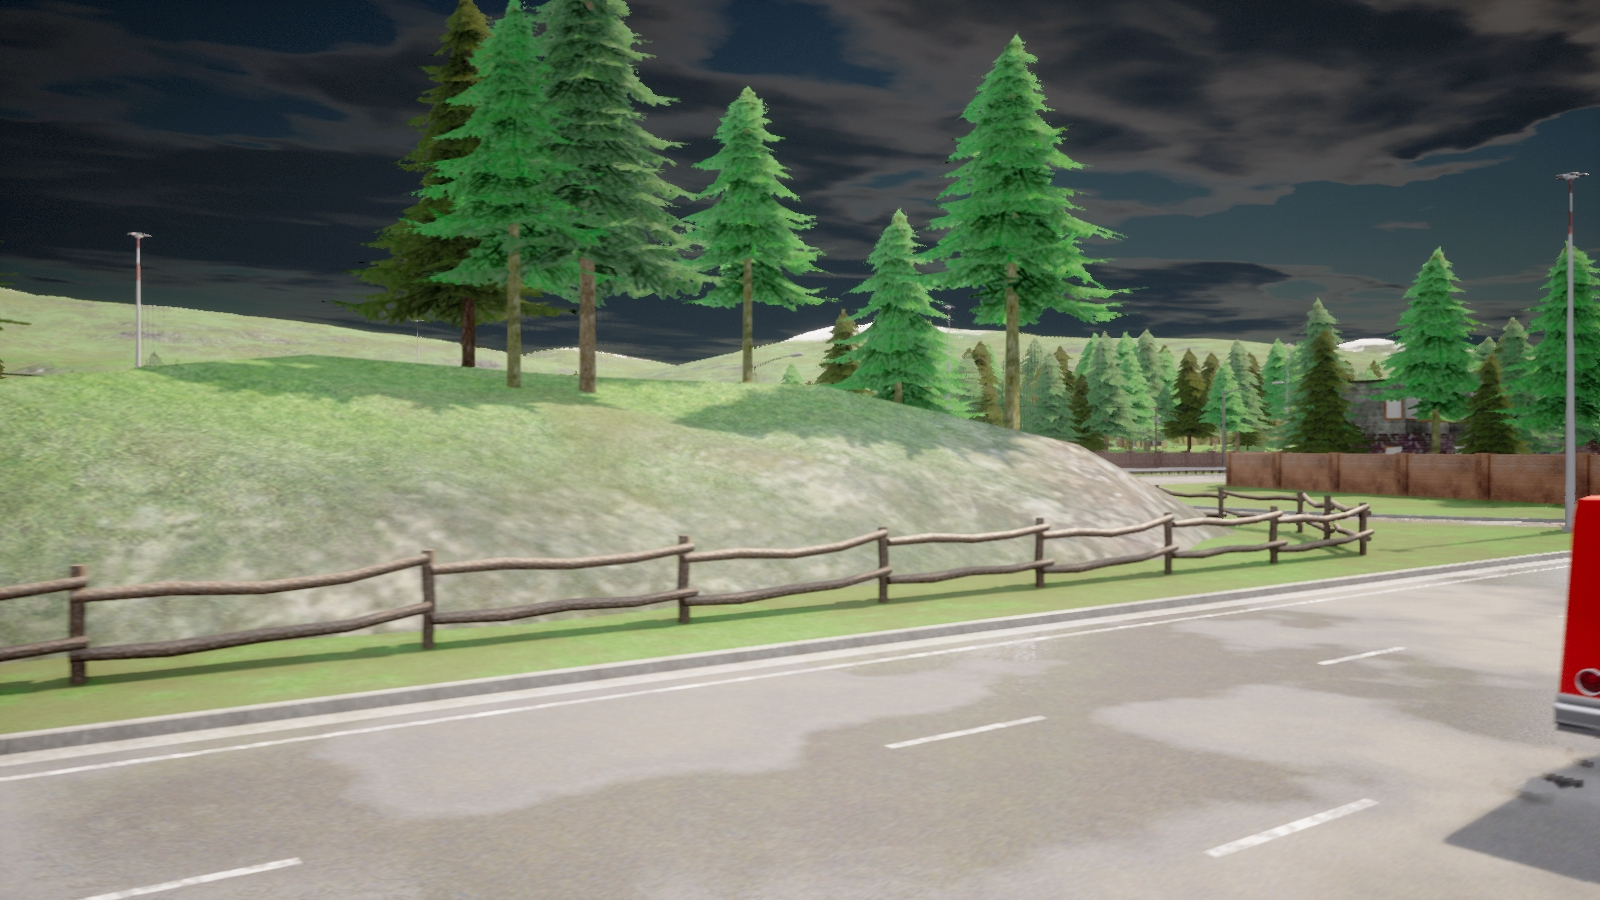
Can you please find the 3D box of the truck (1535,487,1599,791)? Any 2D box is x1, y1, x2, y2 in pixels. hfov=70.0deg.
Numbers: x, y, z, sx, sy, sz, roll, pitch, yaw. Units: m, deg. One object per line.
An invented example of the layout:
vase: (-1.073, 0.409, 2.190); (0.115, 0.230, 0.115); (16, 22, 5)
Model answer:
truck: (9.203, 1.569, 10.244); (5.204, 2.467, 2.627); (0, 0, -35)
